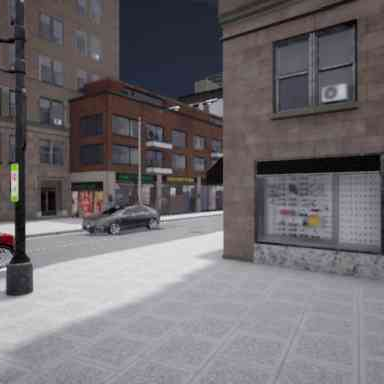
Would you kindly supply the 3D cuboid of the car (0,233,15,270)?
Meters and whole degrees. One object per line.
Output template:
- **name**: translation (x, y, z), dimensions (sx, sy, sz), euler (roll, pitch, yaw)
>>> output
- **car**: translation (-7.104, 1.470, 8.701), dimensions (1.882, 1.535, 5.008), euler (0, 0, 36)

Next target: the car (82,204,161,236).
- **car**: translation (-3.806, 1.483, 18.655), dimensions (1.837, 1.490, 4.892), euler (0, 0, 36)
